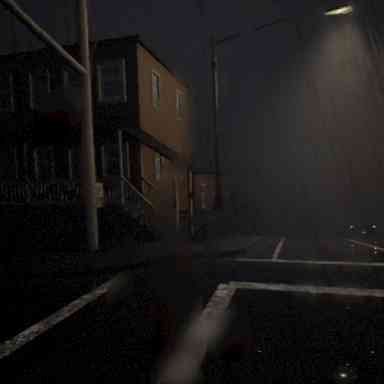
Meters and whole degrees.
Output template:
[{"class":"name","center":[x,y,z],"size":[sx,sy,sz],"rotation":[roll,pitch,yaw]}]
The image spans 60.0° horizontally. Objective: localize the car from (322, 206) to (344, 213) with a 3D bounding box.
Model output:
[{"class":"car","center":[34.123,4.288,80.791],"size":[4.536,1.218,1.853],"rotation":[1,4,44]}]

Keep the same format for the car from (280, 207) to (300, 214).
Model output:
[{"class":"car","center":[24.324,4.559,82.758],"size":[1.853,1.218,4.536],"rotation":[-4,3,-31]}]

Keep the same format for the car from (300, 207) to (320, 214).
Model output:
[{"class":"car","center":[28.834,4.452,81.482],"size":[4.536,1.218,1.853],"rotation":[-3,3,-21]}]

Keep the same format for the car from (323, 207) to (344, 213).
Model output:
[{"class":"car","center":[34.167,4.445,80.762],"size":[4.974,1.542,2.038],"rotation":[1,4,44]}]

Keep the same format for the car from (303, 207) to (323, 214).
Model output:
[{"class":"car","center":[28.791,4.611,81.471],"size":[4.974,1.542,2.038],"rotation":[-3,3,-21]}]

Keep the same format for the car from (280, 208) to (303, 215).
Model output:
[{"class":"car","center":[24.357,4.717,82.720],"size":[2.038,1.542,4.974],"rotation":[-4,3,-31]}]

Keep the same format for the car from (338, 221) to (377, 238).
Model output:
[{"class":"car","center":[12.309,2.850,24.942],"size":[1.895,1.301,4.718],"rotation":[-1,-10,15]}]
